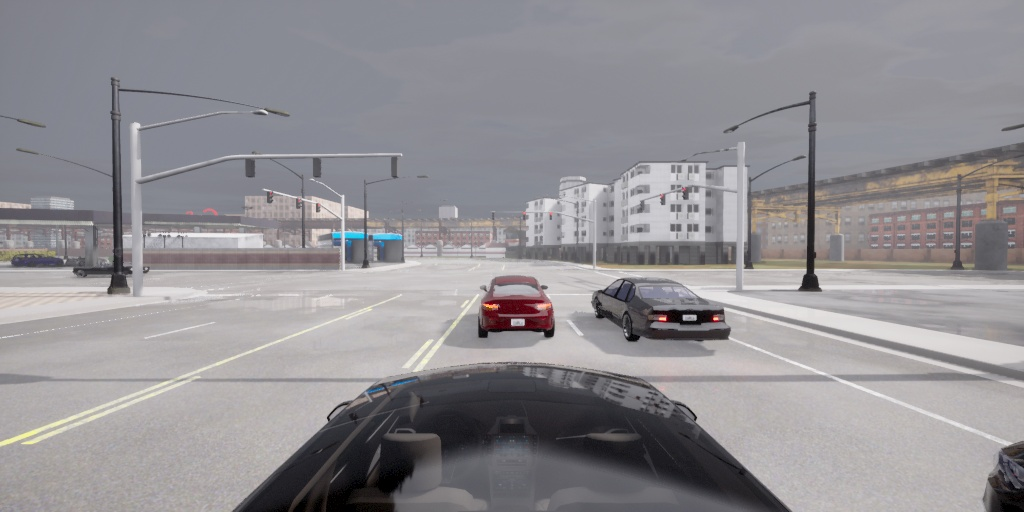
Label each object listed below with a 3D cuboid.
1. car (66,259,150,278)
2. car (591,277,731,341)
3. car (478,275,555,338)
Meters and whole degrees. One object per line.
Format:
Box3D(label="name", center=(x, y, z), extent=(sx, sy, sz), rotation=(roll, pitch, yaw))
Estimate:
Box3D(label="car", center=(-33.744, 1.136, 30.202), extent=(4.718, 1.301, 1.895), rotation=(0, 1, -1))
Box3D(label="car", center=(3.578, 1.283, 9.743), extent=(2.033, 1.411, 5.357), rotation=(0, 0, 0))
Box3D(label="car", center=(0.067, 1.256, 10.026), extent=(1.812, 1.442, 4.674), rotation=(0, 0, -1))
